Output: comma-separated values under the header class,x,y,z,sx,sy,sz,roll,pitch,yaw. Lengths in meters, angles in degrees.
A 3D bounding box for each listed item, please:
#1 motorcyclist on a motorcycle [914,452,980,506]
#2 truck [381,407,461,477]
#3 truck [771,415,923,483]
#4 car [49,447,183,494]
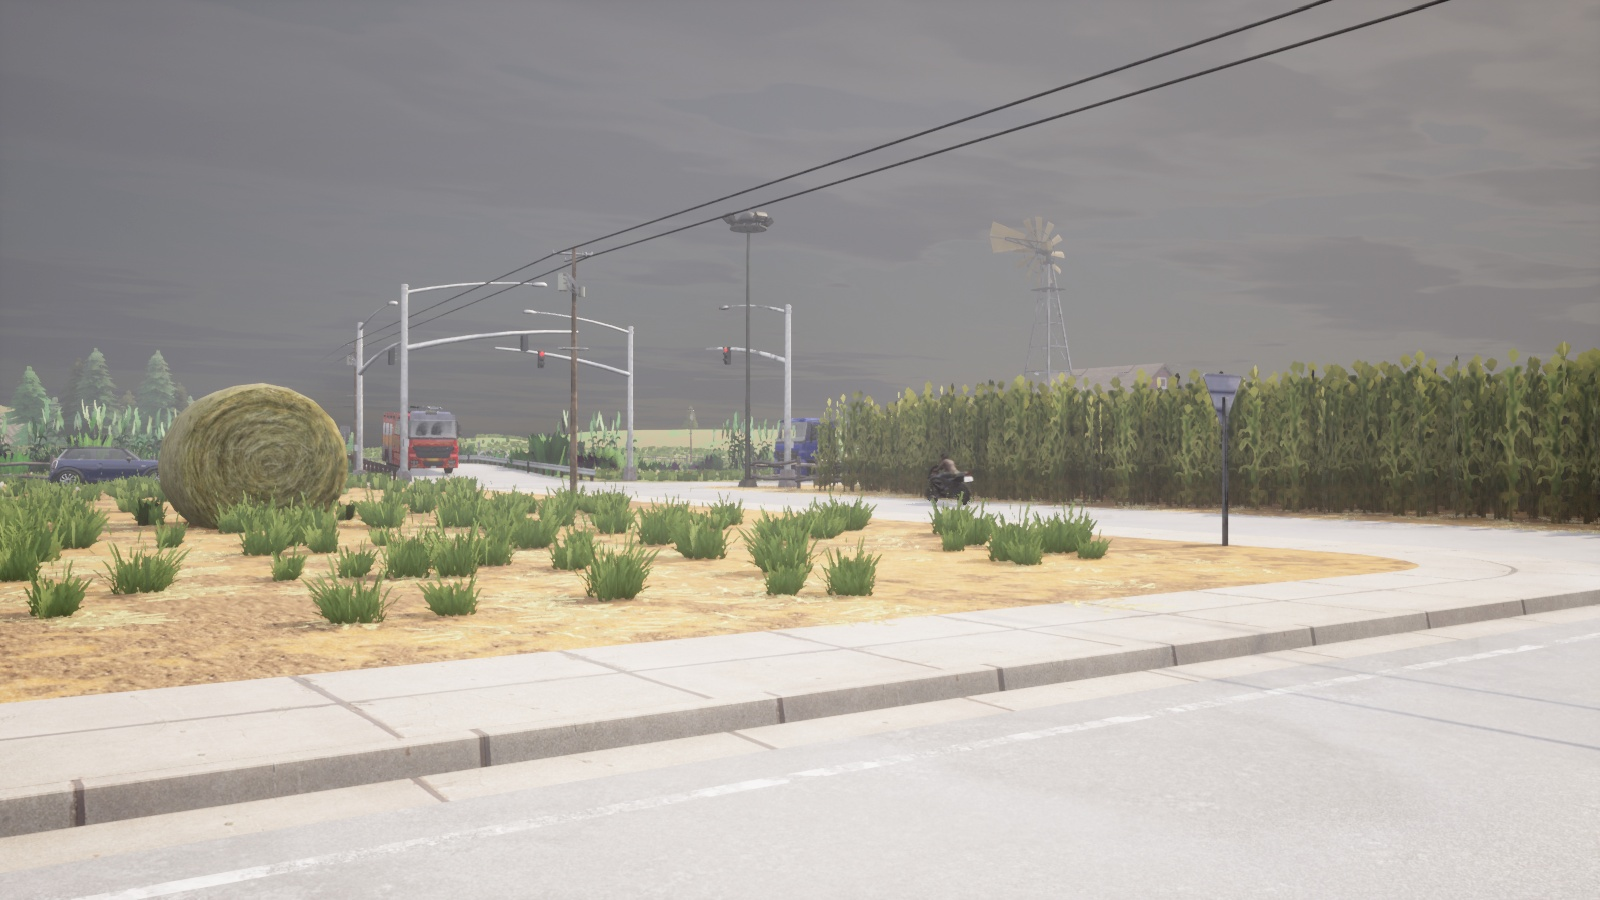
class,x,y,z,sx,sy,sz,roll,pitch,yaw
motorcyclist on a motorcycle,4.330,0.835,37.127,0.797,1.523,2.044,0,0,-34
truck,-22.412,-0.567,73.935,2.891,3.827,8.468,0,2,-28
truck,2.576,-0.051,67.426,7.936,3.462,2.891,0,0,-34
car,-26.926,0.773,49.439,4.553,1.767,2.097,0,0,-31
